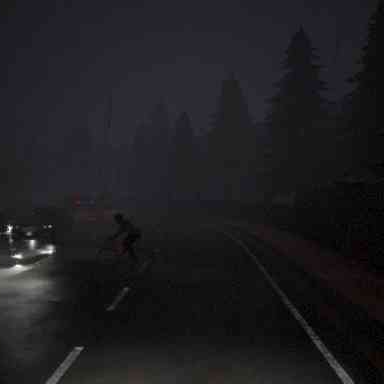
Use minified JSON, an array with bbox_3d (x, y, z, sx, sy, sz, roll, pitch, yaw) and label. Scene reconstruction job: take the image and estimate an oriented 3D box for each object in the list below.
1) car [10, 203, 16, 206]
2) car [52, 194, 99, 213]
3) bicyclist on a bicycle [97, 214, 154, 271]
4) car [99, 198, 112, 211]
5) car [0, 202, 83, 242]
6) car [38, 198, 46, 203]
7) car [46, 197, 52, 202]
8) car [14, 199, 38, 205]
[{"bbox_3d":[-10.679,1.477,16.326,1.882,1.535,5.008,0,0,-10],"label":"car"},{"bbox_3d":[-12.885,1.221,36.546,2.150,2.045,5.566,0,0,-44],"label":"car"},{"bbox_3d":[-1.912,1.454,9.479,1.656,1.620,0.582,-2,0,2],"label":"bicyclist on a bicycle"},{"bbox_3d":[-11.422,1.491,39.787,4.902,1.511,2.128,0,0,44],"label":"car"},{"bbox_3d":[-7.146,1.491,16.464,2.128,1.511,4.902,0,0,-7],"label":"car"},{"bbox_3d":[-21.395,1.564,42.890,4.181,1.385,1.994,0,0,26],"label":"car"},{"bbox_3d":[-19.627,1.505,45.666,4.892,1.490,1.837,0,0,29],"label":"car"},{"bbox_3d":[-12.727,1.527,24.814,1.812,1.442,4.674,0,0,-26],"label":"car"}]
